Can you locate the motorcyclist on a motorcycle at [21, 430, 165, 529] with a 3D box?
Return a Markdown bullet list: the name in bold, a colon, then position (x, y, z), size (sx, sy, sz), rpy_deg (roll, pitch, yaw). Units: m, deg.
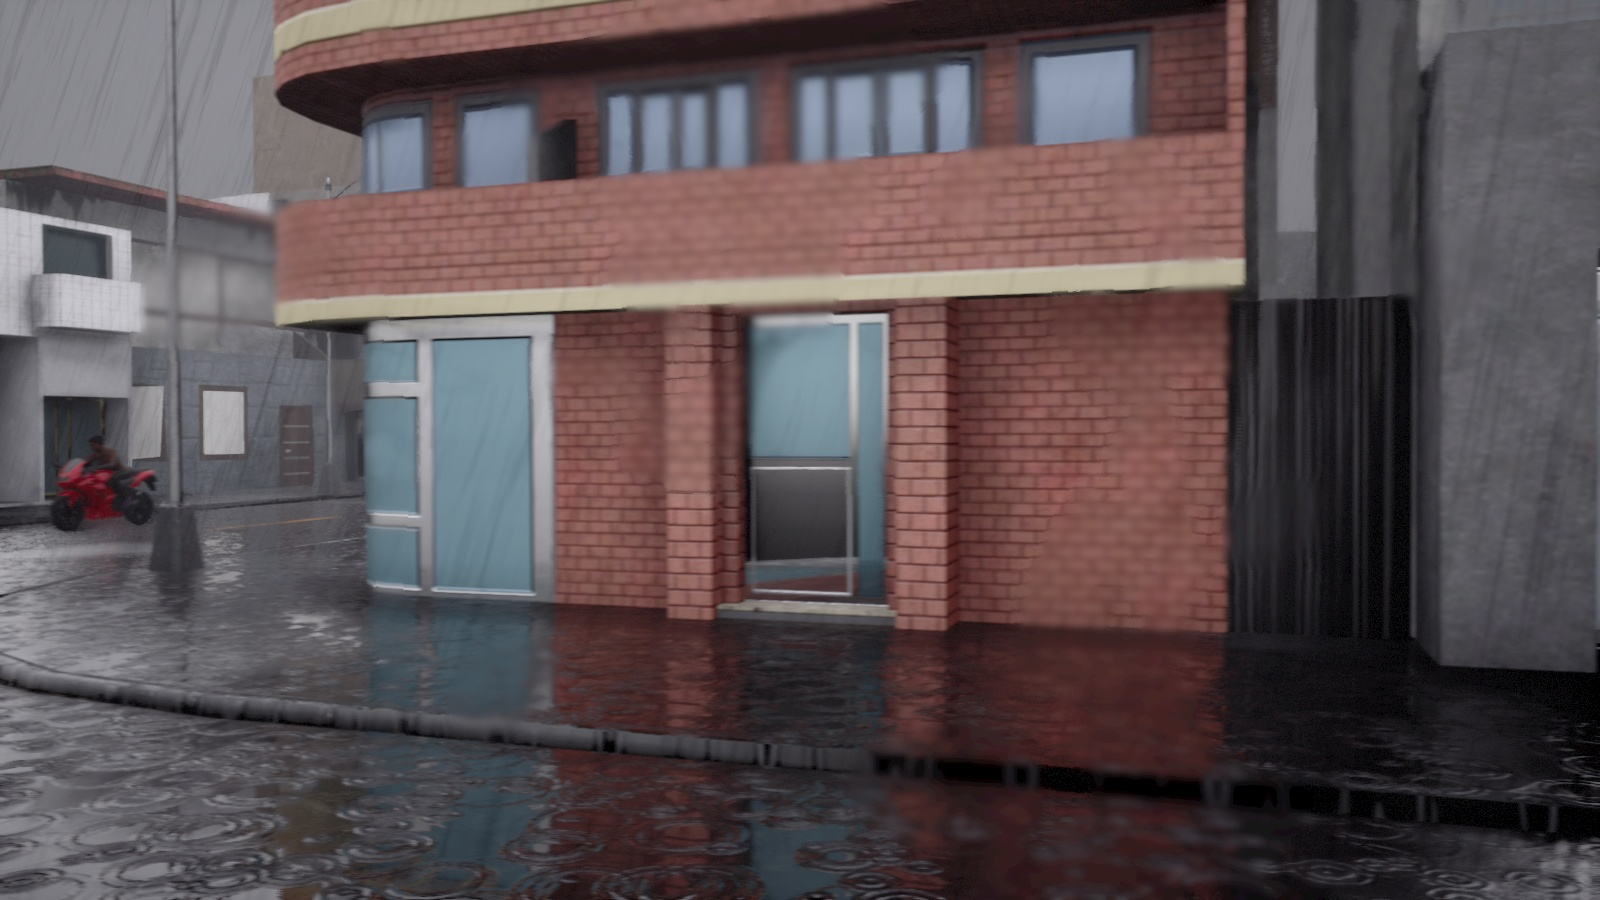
- **motorcyclist on a motorcycle**: position (-11.469, 0.439, 20.462), size (0.797, 1.523, 2.044), rpy_deg (1, 1, 18)
